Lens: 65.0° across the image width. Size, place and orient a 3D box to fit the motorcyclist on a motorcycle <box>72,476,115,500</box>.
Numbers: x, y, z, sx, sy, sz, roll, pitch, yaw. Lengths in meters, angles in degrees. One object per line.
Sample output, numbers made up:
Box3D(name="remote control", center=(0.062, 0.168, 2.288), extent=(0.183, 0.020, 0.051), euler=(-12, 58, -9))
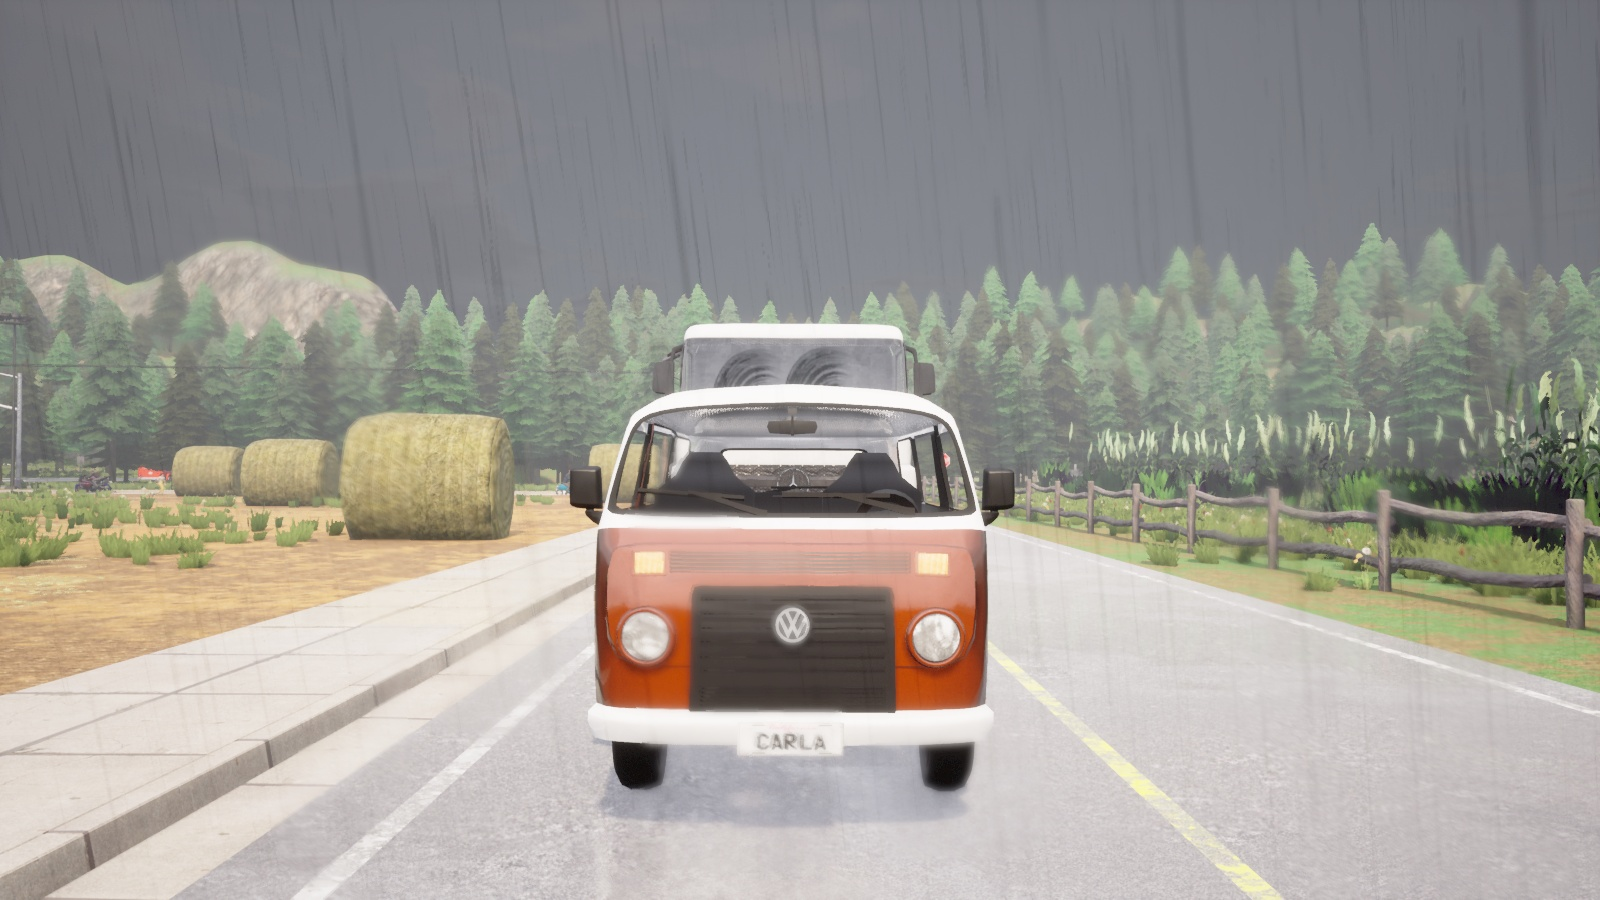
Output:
Box3D(name="motorcyclist on a motorcycle", center=(-44.225, 2.378, 78.594), extent=(2.191, 1.530, 0.866), euler=(0, -1, -3))

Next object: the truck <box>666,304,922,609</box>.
Box3D(name="truck", center=(-0.089, 0.139, 18.252), extent=(2.891, 3.462, 7.936), euler=(0, -1, 0))

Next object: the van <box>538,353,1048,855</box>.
Box3D(name="van", center=(-0.037, 0.662, 7.364), extent=(2.069, 2.038, 4.480), euler=(0, -1, 0))
